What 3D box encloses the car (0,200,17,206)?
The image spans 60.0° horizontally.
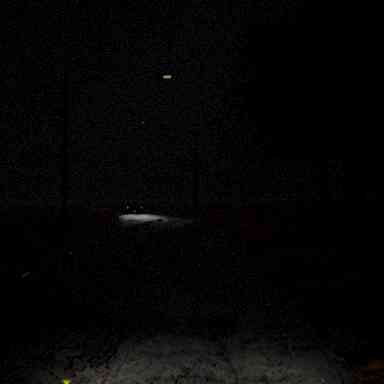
[{"bbox_3d":[-43.428,2.571,77.868,4.718,1.301,1.895,0,-3,19],"label":"car"}]

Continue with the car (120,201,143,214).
[{"bbox_3d":[-6.630,1.711,36.514,1.895,1.301,4.718,1,-1,-19],"label":"car"}]

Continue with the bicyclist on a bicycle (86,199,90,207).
[{"bbox_3d":[-20.176,2.201,64.619,1.656,1.620,0.582,-2,-4,42],"label":"bicyclist on a bicycle"}]

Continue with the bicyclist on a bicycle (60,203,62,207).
[{"bbox_3d":[-27.378,2.265,70.437,1.843,1.776,0.659,-1,-3,34],"label":"bicyclist on a bicycle"}]
